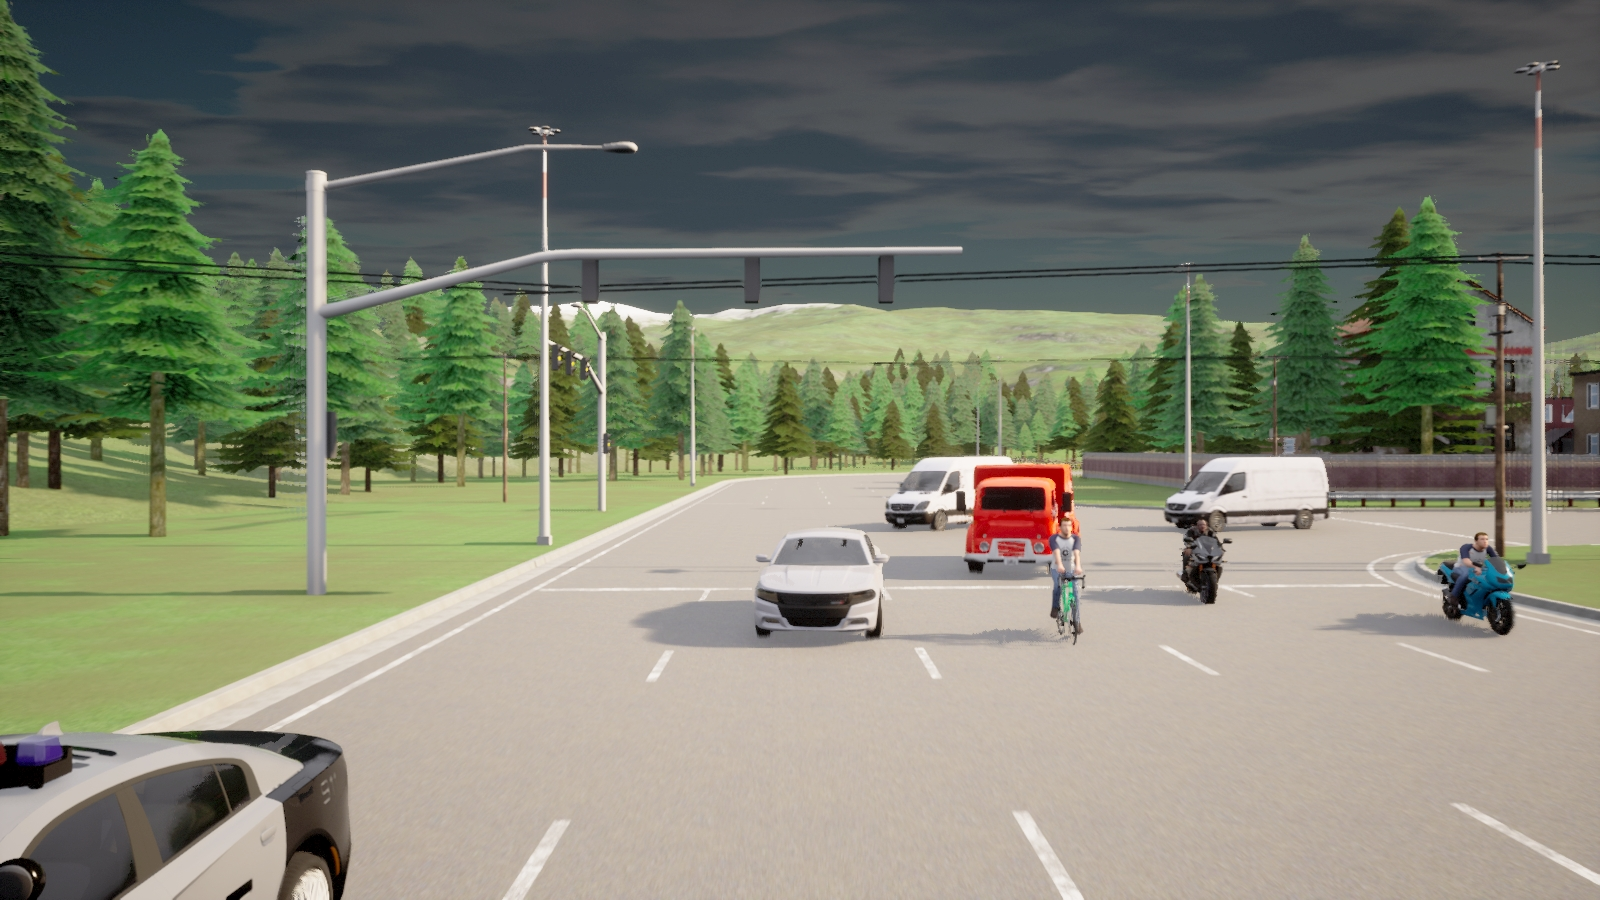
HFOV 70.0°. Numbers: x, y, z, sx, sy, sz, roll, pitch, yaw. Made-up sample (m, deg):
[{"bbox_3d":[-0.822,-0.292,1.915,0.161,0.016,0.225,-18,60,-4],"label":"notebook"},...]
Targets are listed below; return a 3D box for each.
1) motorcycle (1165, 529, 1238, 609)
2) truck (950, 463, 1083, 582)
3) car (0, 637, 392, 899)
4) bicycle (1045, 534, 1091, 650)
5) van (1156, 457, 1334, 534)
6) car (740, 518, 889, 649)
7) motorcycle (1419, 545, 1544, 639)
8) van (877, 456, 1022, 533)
[{"bbox_3d":[7.530,2.205,21.536,0.867,1.251,2.209,1,0,8],"label":"motorcycle"},{"bbox_3d":[5.250,1.567,27.069,2.627,2.467,5.204,0,0,16],"label":"truck"},{"bbox_3d":[-3.596,1.982,4.471,2.097,1.638,5.238,0,0,0],"label":"car"},{"bbox_3d":[3.933,2.056,16.860,0.373,1.496,1.643,0,0,3],"label":"bicycle"},{"bbox_3d":[15.682,1.534,40.276,5.915,2.561,1.988,0,0,-19],"label":"van"},{"bbox_3d":[0.398,2.034,18.624,2.097,1.535,5.006,0,0,5],"label":"car"},{"bbox_3d":[10.633,2.186,17.929,0.803,1.199,2.033,1,0,3],"label":"motorcycle"},{"bbox_3d":[5.472,1.534,41.126,1.988,2.561,5.915,-1,-1,44],"label":"van"}]
